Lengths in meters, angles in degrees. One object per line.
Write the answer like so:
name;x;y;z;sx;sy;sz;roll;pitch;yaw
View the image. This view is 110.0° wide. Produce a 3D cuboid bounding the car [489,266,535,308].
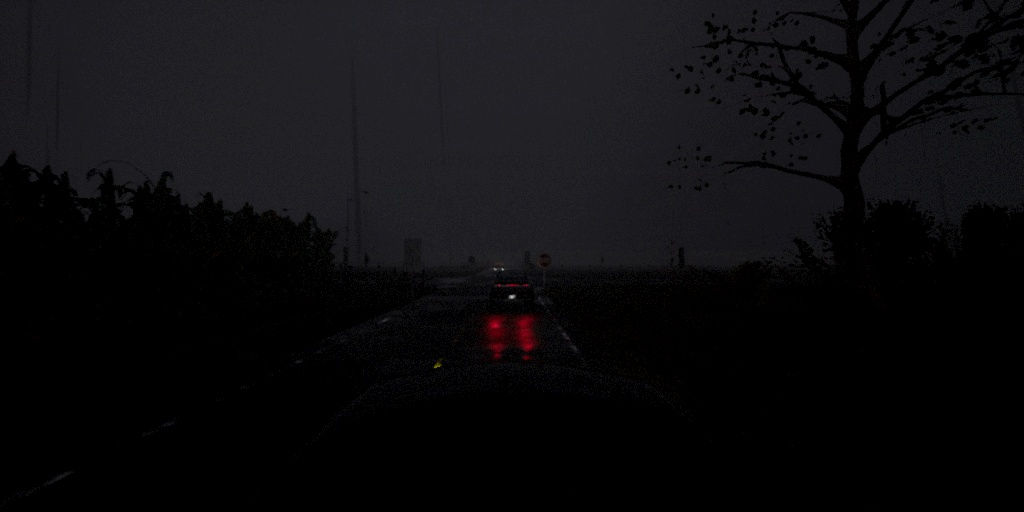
car;0.006;1.370;16.136;2.128;1.511;4.902;0;0;0
